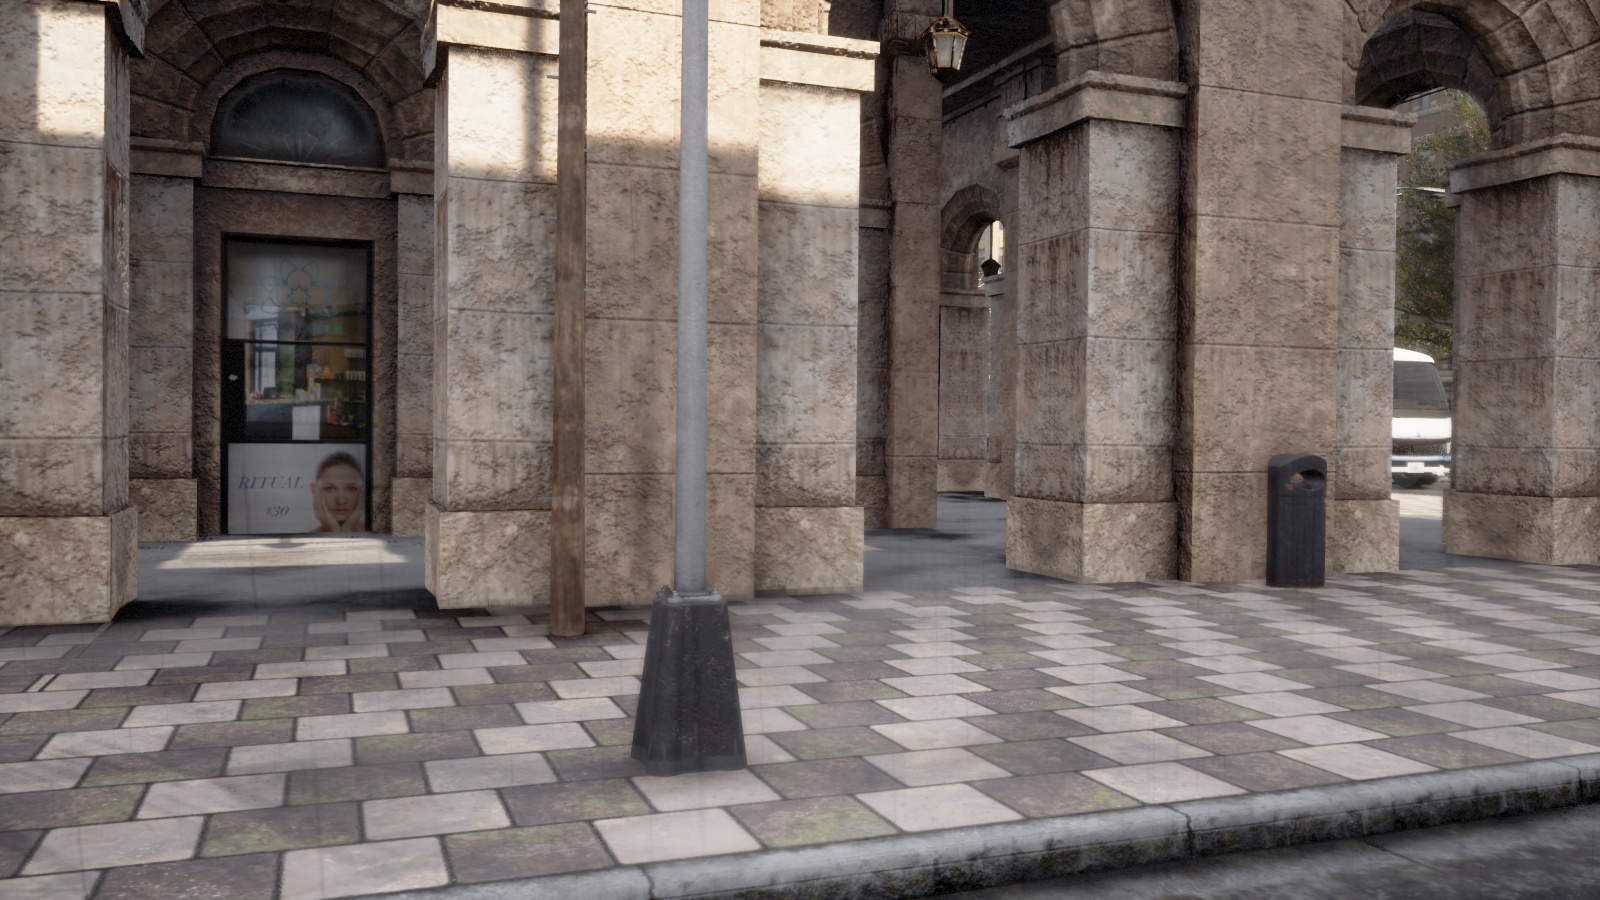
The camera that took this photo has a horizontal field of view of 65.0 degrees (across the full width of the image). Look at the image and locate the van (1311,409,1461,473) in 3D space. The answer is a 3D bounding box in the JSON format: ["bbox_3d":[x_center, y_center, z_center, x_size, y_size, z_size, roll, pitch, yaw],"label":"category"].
[{"bbox_3d":[19.012,-0.325,40.986,1.775,1.987,4.442,-1,1,-21],"label":"van"}]

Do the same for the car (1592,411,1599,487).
[{"bbox_3d":[20.346,-0.014,27.671,2.097,1.767,4.553,-1,1,-20],"label":"car"}]

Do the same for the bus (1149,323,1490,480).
[{"bbox_3d":[15.800,-1.393,39.535,3.944,4.253,10.273,-1,1,-21],"label":"bus"}]

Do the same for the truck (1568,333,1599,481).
[{"bbox_3d":[23.223,-1.103,29.850,2.891,3.827,8.468,-1,1,-21],"label":"truck"}]
